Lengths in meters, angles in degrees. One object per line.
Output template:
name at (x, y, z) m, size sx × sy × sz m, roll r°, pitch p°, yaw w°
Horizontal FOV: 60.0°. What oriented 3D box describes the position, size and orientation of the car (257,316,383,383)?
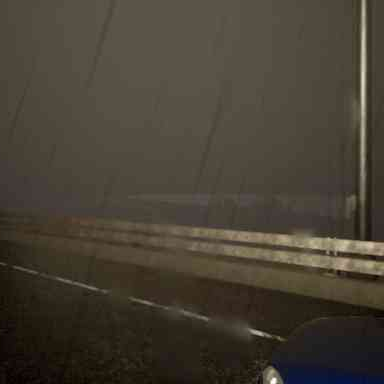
car at (2.528, 1.569, 2.200) m, size 4.181 × 1.385 × 1.994 m, roll 0°, pitch 0°, yaw 36°
